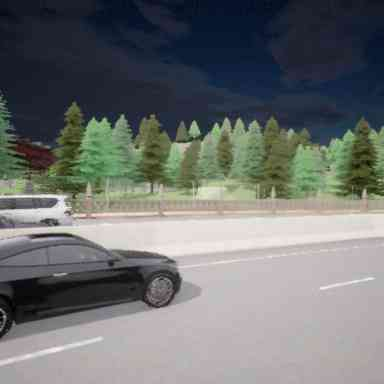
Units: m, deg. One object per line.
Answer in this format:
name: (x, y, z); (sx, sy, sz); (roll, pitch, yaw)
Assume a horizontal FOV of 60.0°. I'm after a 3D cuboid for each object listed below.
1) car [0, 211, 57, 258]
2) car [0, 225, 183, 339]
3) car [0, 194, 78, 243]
car: (-7.687, 1.452, 11.347); (5.357, 1.411, 2.033); (1, 0, -35)
car: (-2.375, 1.495, 6.202); (4.674, 1.442, 1.812); (1, 0, -35)
car: (-8.330, 1.121, 15.099); (5.566, 2.045, 2.150); (1, 0, -34)
